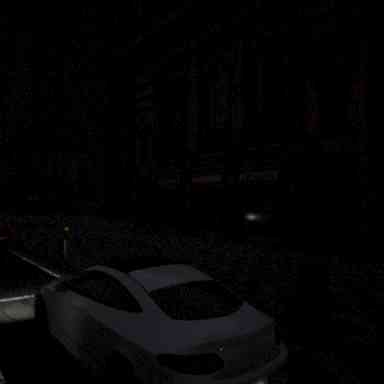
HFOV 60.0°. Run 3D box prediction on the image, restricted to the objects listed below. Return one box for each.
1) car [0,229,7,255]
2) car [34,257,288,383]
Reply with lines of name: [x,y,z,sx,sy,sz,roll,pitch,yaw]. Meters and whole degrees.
car: [-9.180,1.971,14.343,1.802,1.307,4.206,3,-3,-40]
car: [-0.848,1.706,4.904,1.812,1.442,4.674,3,-3,-40]
